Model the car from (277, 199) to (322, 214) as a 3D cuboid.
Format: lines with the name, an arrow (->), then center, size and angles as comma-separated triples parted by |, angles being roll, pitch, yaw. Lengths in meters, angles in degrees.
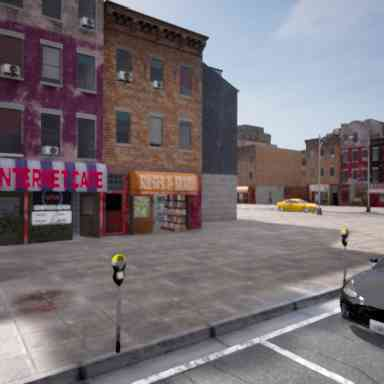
car -> 11.353, 1.511, 35.439 | 1.882, 1.535, 5.008 | 1, 0, -35

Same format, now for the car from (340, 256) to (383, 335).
car -> 4.467, 1.563, 5.979 | 4.313, 1.339, 1.947 | 0, 1, -35
